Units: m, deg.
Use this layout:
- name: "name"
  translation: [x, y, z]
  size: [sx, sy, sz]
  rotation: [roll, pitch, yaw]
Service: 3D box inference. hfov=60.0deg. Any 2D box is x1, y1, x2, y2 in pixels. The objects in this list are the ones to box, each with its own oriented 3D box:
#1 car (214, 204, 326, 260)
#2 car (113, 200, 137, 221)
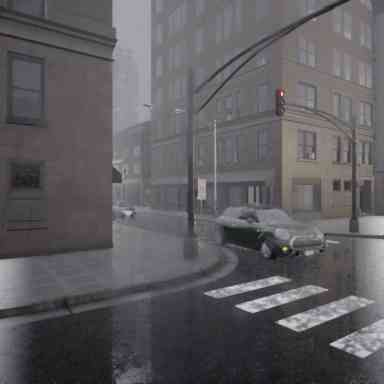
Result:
- name: "car"
  translation: [2.711, 1.310, 12.492]
  size: [2.097, 1.767, 4.553]
  rotation: [0, 0, -27]
- name: "car"
  translation: [-5.959, 1.361, 25.682]
  size: [2.128, 1.511, 4.902]
  rotation: [0, 0, -36]
